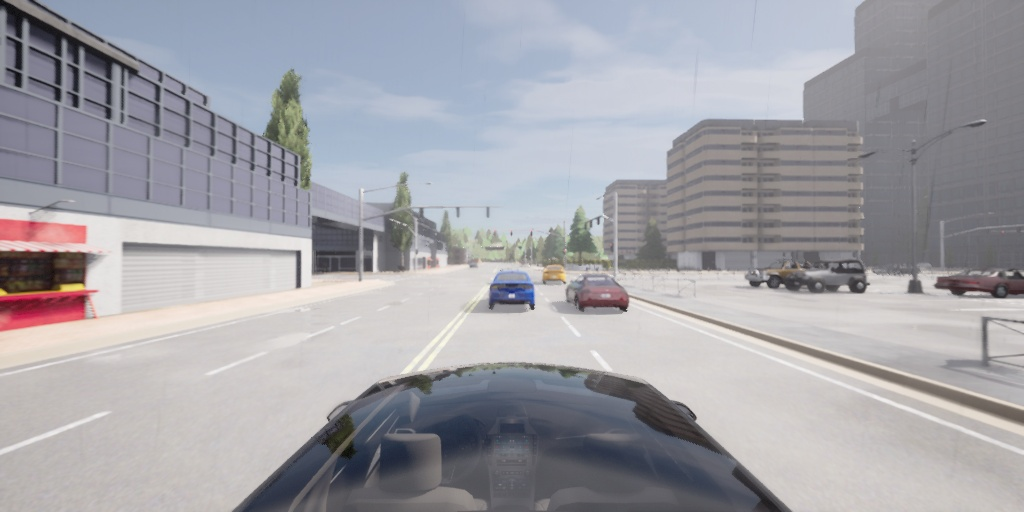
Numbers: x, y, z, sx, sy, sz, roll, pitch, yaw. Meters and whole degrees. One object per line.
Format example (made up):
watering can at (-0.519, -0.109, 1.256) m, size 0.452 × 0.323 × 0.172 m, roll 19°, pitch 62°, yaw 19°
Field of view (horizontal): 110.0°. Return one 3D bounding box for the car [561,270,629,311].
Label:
car at (3.506, 1.463, 15.341) m, size 1.994 × 1.385 × 4.181 m, roll 0°, pitch -1°, yaw 0°

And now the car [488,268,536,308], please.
car at (0.014, 1.384, 16.087) m, size 1.882 × 1.535 × 5.008 m, roll 0°, pitch 0°, yaw 0°

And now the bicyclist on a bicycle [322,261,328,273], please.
bicyclist on a bicycle at (-26.203, 1.578, 50.169) m, size 0.582 × 1.620 × 1.656 m, roll 0°, pitch 0°, yaw -1°

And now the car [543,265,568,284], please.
car at (3.796, 1.548, 31.146) m, size 1.882 × 1.535 × 5.008 m, roll 0°, pitch 0°, yaw 10°
